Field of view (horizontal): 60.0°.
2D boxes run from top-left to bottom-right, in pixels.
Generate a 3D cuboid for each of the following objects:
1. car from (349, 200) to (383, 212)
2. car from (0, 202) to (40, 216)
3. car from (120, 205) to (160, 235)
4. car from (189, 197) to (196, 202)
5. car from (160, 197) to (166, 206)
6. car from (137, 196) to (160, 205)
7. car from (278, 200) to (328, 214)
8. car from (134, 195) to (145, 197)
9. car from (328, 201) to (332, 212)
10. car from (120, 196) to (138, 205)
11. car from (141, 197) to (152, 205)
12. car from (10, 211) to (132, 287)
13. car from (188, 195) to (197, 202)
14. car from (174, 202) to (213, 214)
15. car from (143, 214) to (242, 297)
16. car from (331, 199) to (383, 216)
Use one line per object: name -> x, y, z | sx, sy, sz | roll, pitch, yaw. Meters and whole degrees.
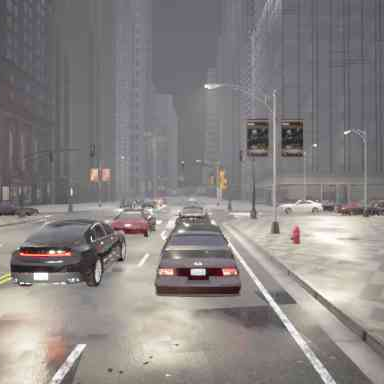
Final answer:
car -> 20.886, 1.643, 38.810 | 4.313, 1.339, 1.947 | 0, 0, -1
car -> -17.615, 1.698, 31.974 | 5.357, 1.411, 2.033 | 0, -1, 5
car -> -3.122, 1.601, 18.251 | 1.994, 1.385, 4.181 | 0, 0, 0
car -> 0.143, 2.027, 91.214 | 1.882, 1.535, 5.008 | 0, 0, 0
car -> -6.476, 1.647, 60.129 | 2.097, 1.767, 4.553 | 0, 0, 0
car -> -6.515, 1.777, 50.847 | 2.033, 1.411, 5.357 | 0, 0, 0
car -> 11.692, 1.601, 35.924 | 4.674, 1.442, 1.812 | 0, -1, -1
car -> -9.722, 1.522, 60.758 | 2.150, 2.045, 5.566 | 0, 0, 0
car -> 15.246, 1.662, 38.732 | 4.313, 1.339, 1.947 | 0, 0, -1
car -> -9.795, 1.734, 50.739 | 1.837, 1.490, 4.892 | 0, 0, -2
car -> -9.639, 1.905, 71.105 | 1.812, 1.442, 4.674 | 0, 0, 0
car -> -3.136, 1.516, 9.351 | 1.837, 1.490, 4.892 | 0, 0, 0
car -> 0.127, 1.685, 80.637 | 2.150, 2.045, 5.566 | 0, 0, 0
car -> 0.076, 1.543, 18.501 | 1.837, 1.490, 4.892 | 0, 0, 1
car -> 0.120, 1.557, 8.762 | 2.033, 1.411, 5.357 | 0, 0, 0
car -> 15.363, 1.577, 30.208 | 4.206, 1.307, 1.802 | 0, 0, -1
